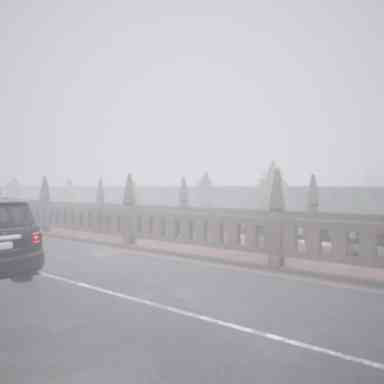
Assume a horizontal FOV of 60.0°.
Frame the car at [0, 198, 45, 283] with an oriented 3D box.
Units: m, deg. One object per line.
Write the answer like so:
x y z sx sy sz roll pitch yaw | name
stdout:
-5.916 1.143 8.206 5.566 2.045 2.150 1 0 35 | car
